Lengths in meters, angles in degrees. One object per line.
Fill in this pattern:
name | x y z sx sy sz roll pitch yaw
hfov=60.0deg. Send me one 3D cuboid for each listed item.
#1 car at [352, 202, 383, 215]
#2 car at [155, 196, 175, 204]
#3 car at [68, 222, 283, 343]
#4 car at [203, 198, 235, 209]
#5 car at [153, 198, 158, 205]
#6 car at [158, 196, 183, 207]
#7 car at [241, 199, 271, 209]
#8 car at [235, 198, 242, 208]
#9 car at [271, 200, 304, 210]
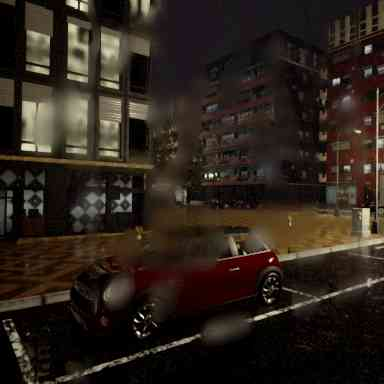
car | 19.981 1.730 36.726 1.947 1.339 4.313 1 -1 -35
car | -6.139 1.724 73.818 2.192 1.841 5.009 1 -1 -35
car | -0.185 1.441 6.405 4.097 1.590 1.967 0 1 -35
car | 3.331 1.678 45.814 2.008 1.369 4.403 1 -1 -35
car | -6.465 1.764 59.723 1.887 1.381 4.507 1 -1 -35
car | -3.199 1.733 55.086 1.887 1.381 4.507 1 -1 -35
car | 10.186 1.800 50.635 1.887 1.381 4.507 1 -1 -35
car | 6.921 1.726 55.271 1.967 1.590 4.097 1 -1 -35
car | 13.450 1.806 45.997 1.802 1.307 4.206 1 -1 -35
